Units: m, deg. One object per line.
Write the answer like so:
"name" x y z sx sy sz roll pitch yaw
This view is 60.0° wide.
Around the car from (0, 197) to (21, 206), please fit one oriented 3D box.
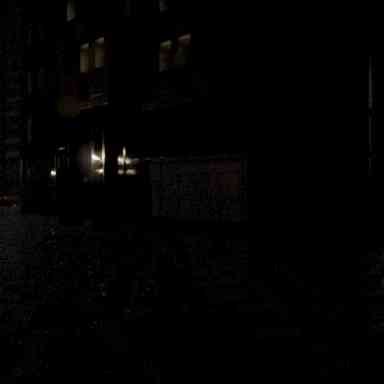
"car" -27.253 1.505 47.340 1.947 1.339 4.313 0 0 35
